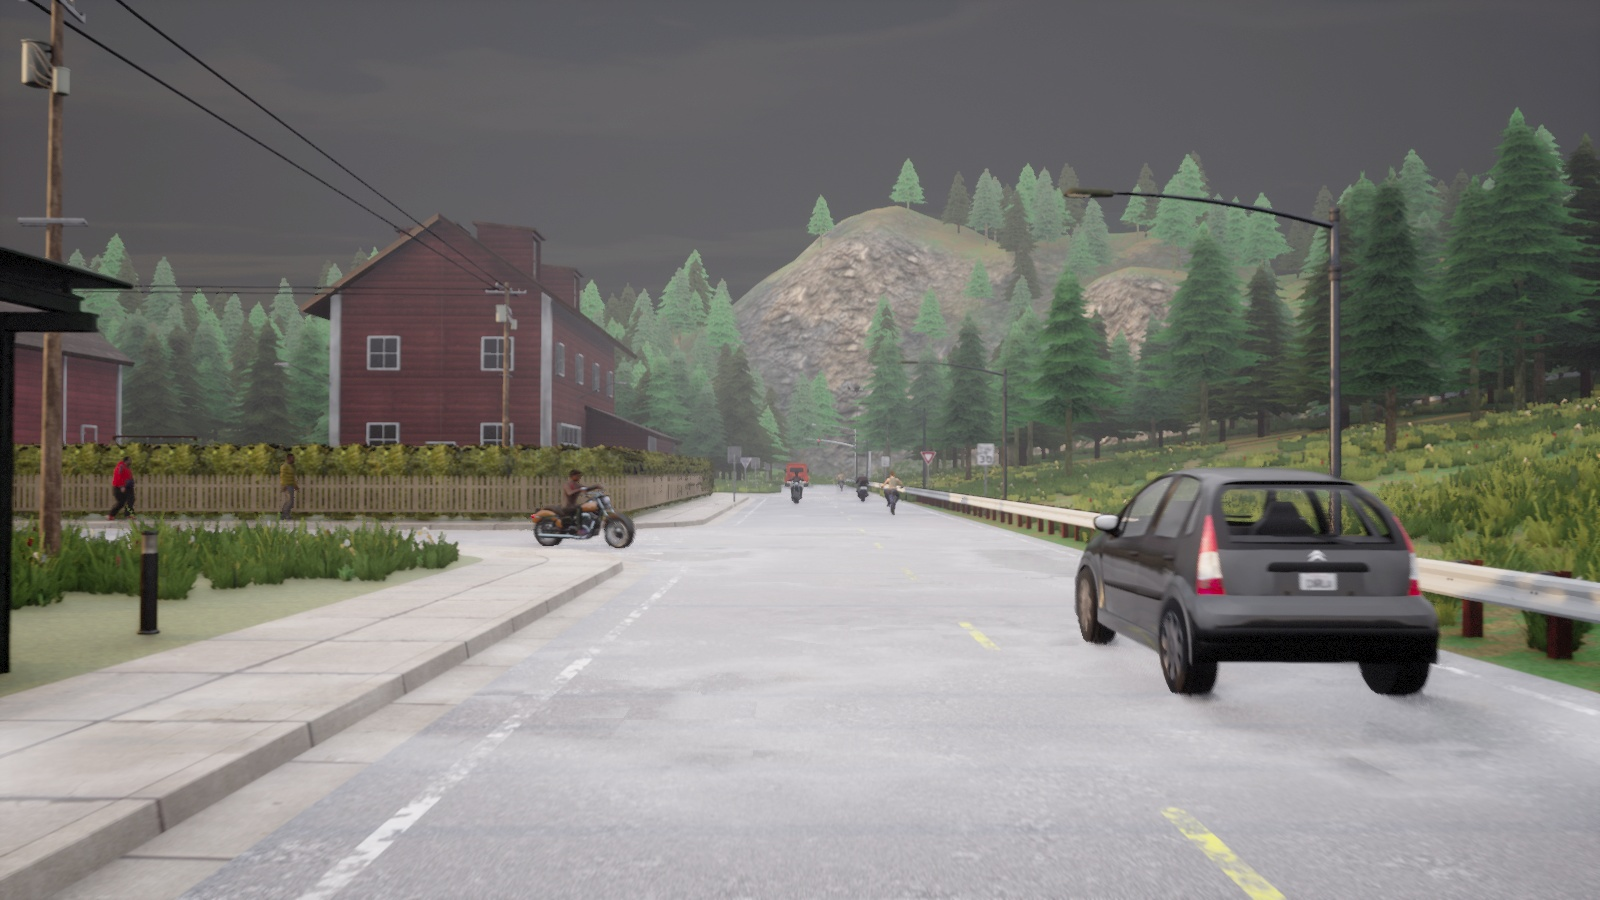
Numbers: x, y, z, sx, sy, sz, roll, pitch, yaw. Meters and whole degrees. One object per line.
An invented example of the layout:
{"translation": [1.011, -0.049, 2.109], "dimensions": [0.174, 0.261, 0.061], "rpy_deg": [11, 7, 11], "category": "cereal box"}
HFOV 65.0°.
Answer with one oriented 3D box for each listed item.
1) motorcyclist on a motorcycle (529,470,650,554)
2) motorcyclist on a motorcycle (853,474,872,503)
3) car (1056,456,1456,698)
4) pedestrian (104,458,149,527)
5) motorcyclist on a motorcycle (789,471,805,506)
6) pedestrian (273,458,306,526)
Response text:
{"translation": [-4.316, 1.241, 25.709], "dimensions": [2.350, 1.649, 0.766], "rpy_deg": [0, 0, 20], "category": "motorcyclist on a motorcycle"}
{"translation": [3.337, 2.032, 67.131], "dimensions": [0.866, 1.530, 2.191], "rpy_deg": [0, -1, 0], "category": "motorcyclist on a motorcycle"}
{"translation": [3.474, 0.886, 10.437], "dimensions": [1.851, 1.617, 3.988], "rpy_deg": [0, -1, 0], "category": "car"}
{"translation": [-18.293, 1.152, 34.117], "dimensions": [0.899, 1.844, 0.634], "rpy_deg": [0, -1, -1], "category": "pedestrian"}
{"translation": [-0.150, 1.861, 61.529], "dimensions": [0.766, 1.649, 2.350], "rpy_deg": [0, -1, 0], "category": "motorcyclist on a motorcycle"}
{"translation": [-13.853, 1.134, 34.109], "dimensions": [0.709, 1.840, 0.431], "rpy_deg": [0, -1, 2], "category": "pedestrian"}
